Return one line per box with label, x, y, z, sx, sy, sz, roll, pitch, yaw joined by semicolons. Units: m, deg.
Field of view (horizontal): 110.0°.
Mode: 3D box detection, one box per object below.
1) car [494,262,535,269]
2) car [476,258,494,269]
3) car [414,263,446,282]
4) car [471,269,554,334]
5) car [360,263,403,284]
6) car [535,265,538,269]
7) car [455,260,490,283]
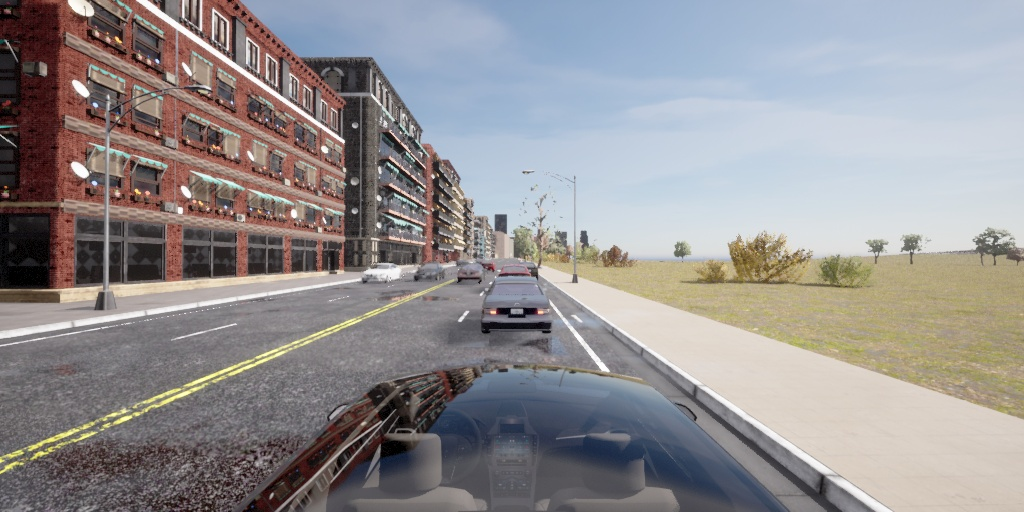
car;0.144;1.230;21.167;1.882;1.535;5.008;0;0;0
car;-3.056;1.231;45.213;1.882;1.535;5.008;0;0;0
car;-6.529;1.279;28.940;1.812;1.442;4.674;0;0;0
car;0.118;1.299;10.627;2.033;1.411;5.357;0;0;0
car;-9.796;1.279;27.328;1.812;1.442;4.674;0;0;0
car;1.199;1.231;30.604;1.882;1.535;5.008;0;0;0
car;-3.093;1.301;28.111;2.033;1.411;5.357;0;0;0
